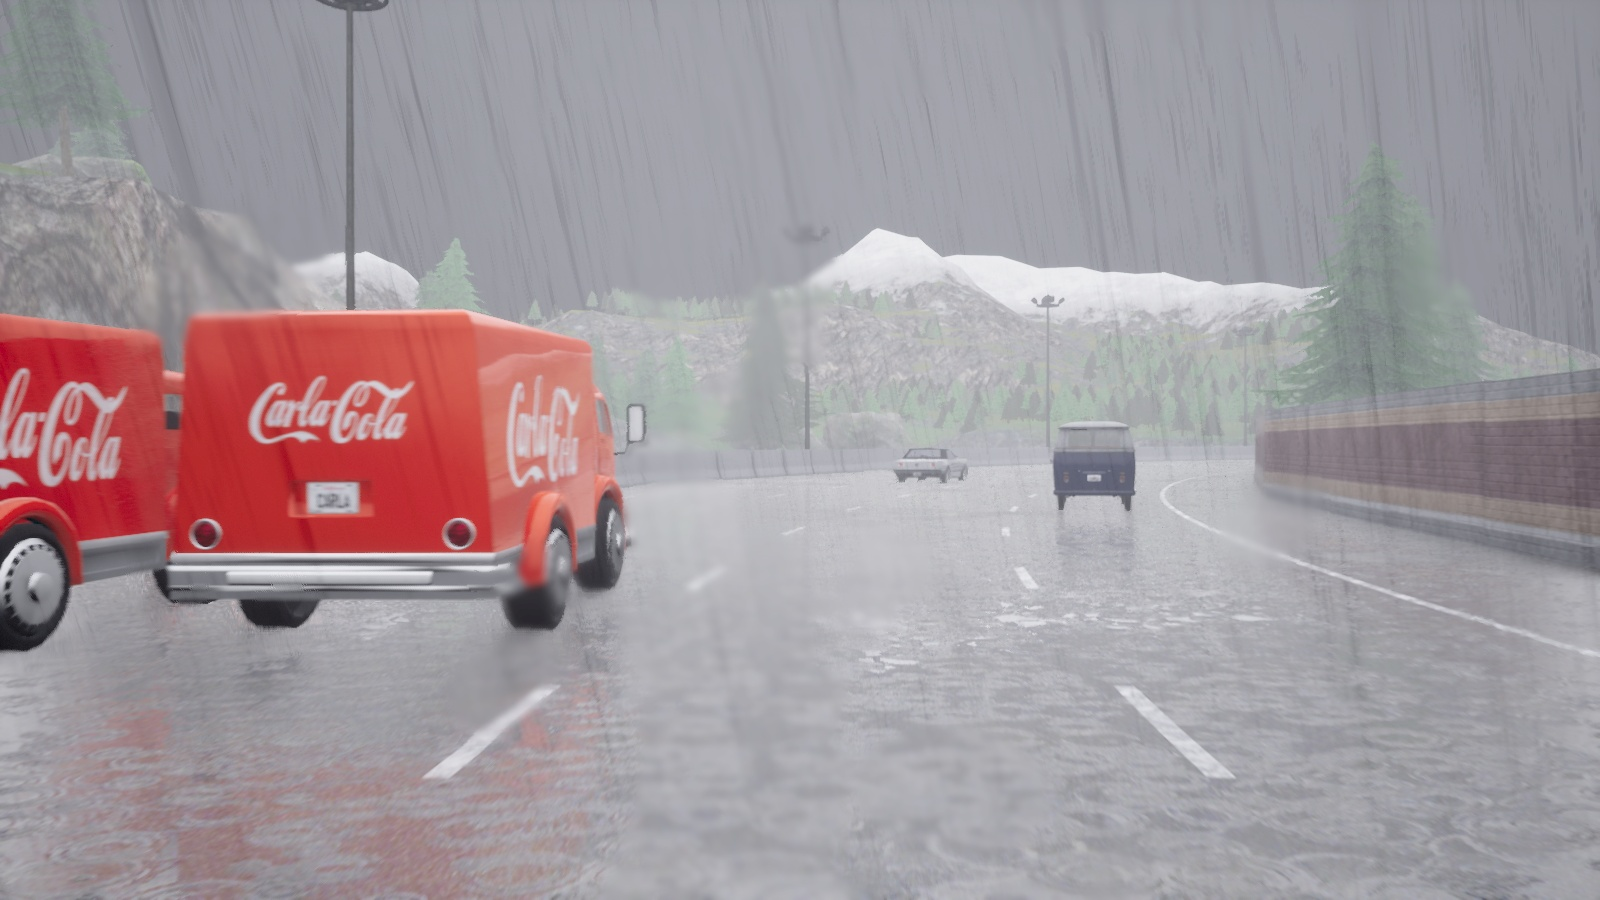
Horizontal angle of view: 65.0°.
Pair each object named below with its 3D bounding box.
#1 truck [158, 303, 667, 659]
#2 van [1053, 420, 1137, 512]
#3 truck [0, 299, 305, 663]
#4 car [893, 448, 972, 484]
[{"bbox_3d":[-3.015,0.196,11.401,2.627,2.467,5.204,0,1,5],"label":"truck"},{"bbox_3d":[6.934,0.338,29.571,1.775,1.987,4.442,0,0,13],"label":"van"},{"bbox_3d":[-6.604,0.199,10.419,2.627,2.467,5.204,0,1,4],"label":"truck"},{"bbox_3d":[5.108,0.581,47.914,1.895,1.301,4.718,0,0,20],"label":"car"}]
